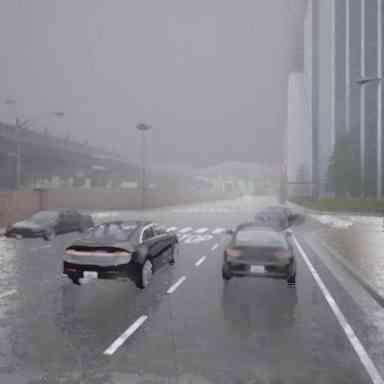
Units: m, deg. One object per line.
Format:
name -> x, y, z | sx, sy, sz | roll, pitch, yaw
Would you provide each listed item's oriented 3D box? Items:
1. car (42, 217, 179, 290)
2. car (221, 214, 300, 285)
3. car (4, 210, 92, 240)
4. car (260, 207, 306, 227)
car -> -1.669, 1.547, 9.364 | 2.128, 1.511, 4.902 | 0, 0, 11
car -> 1.955, 1.599, 9.774 | 1.812, 1.442, 4.674 | 0, 0, 12
car -> -7.217, 1.648, 17.611 | 2.033, 1.411, 5.357 | 0, 0, 13
car -> 6.060, 1.724, 22.596 | 2.033, 1.411, 5.357 | 0, -1, 37
